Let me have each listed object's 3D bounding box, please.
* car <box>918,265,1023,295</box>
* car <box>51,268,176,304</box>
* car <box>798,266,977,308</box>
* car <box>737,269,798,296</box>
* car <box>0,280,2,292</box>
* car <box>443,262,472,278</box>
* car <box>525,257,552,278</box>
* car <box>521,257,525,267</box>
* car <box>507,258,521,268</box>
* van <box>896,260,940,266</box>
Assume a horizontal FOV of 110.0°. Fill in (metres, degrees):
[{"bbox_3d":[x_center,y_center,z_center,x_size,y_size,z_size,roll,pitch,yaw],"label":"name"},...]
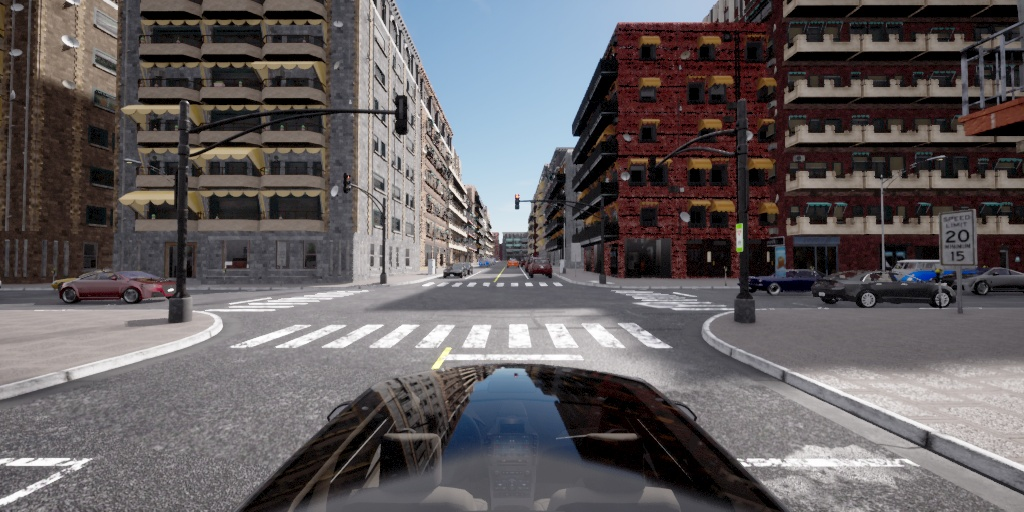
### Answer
[{"bbox_3d":[24.582,1.287,18.768,4.181,1.385,1.994,0,-1,0],"label":"car"},{"bbox_3d":[-17.187,1.339,15.978,4.181,1.385,1.994,0,-1,0],"label":"car"},{"bbox_3d":[13.762,1.185,13.380,4.403,1.370,2.007,0,0,0],"label":"car"},{"bbox_3d":[14.576,1.347,18.804,4.718,1.301,1.895,0,-1,-2],"label":"car"},{"bbox_3d":[-26.676,1.027,16.022,5.566,2.045,2.150,0,-1,0],"label":"car"},{"bbox_3d":[-5.269,1.328,33.655,1.948,1.339,4.313,0,0,0],"label":"car"},{"bbox_3d":[2.612,1.076,33.689,2.192,1.841,5.009,0,0,0],"label":"car"},{"bbox_3d":[2.628,1.086,44.812,2.192,1.841,5.009,0,0,0],"label":"car"},{"bbox_3d":[0.186,1.176,63.723,2.097,1.767,4.553,0,0,0],"label":"car"},{"bbox_3d":[24.931,1.115,21.216,3.998,1.789,1.690,0,0,0],"label":"van"}]
